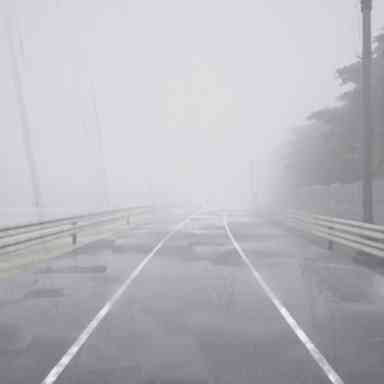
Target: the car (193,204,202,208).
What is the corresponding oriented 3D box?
[{"bbox_3d":[1.248,3.789,86.450,4.674,1.442,1.812,4,-5,-43],"label":"car"}]
